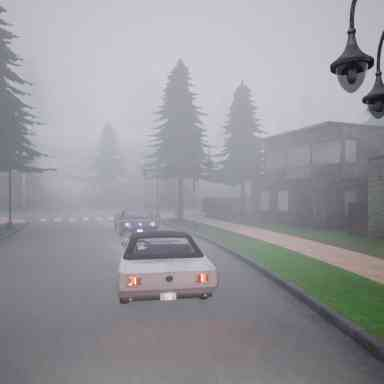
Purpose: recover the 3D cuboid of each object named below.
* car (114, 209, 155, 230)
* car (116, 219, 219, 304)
[{"bbox_3d":[-3.196,1.601,18.253,1.895,1.301,4.718,0,0,-18],"label":"car"},{"bbox_3d":[-0.805,1.601,8.204,1.895,1.301,4.718,0,0,-10],"label":"car"}]
